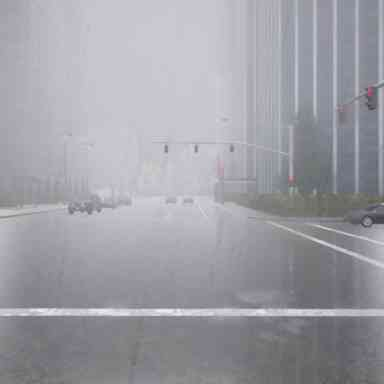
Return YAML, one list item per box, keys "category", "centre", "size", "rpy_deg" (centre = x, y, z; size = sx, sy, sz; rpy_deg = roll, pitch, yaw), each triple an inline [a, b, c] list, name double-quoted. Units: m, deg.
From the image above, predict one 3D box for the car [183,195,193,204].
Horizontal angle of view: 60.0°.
- category: "car"
  centre: [-0.743, 1.526, 65.316]
  size: [1.812, 1.442, 4.674]
  rpy_deg: [0, 0, 0]

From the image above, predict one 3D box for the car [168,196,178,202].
- category: "car"
  centre: [-4.324, 1.540, 75.238]
  size: [2.033, 1.411, 5.357]
  rpy_deg: [0, 0, 0]

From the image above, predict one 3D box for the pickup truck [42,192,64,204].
- category: "pickup truck"
  centre: [-24.321, 1.059, 60.016]
  size: [2.390, 2.098, 6.274]
  rpy_deg: [0, 0, 30]

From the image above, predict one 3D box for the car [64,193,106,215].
- category: "car"
  centre: [-11.085, 1.221, 34.864]
  size: [2.150, 2.045, 5.566]
  rpy_deg: [0, 0, -1]

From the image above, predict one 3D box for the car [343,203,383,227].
- category: "car"
  centre: [12.634, 1.505, 22.053]
  size: [4.892, 1.490, 1.837]
  rpy_deg: [0, 0, 0]

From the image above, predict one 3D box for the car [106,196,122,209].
- category: "car"
  centre: [-11.169, 1.564, 44.393]
  size: [1.994, 1.385, 4.181]
  rpy_deg: [0, 0, -1]

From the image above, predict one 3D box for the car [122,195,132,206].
- category: "car"
  centre: [-11.242, 1.352, 54.600]
  size: [2.097, 1.767, 4.553]
  rpy_deg: [0, 0, -1]

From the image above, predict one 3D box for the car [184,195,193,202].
- category: "car"
  centre: [-0.828, 1.387, 75.567]
  size: [1.882, 1.535, 5.008]
  rpy_deg: [0, 0, 0]

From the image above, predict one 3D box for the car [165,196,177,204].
- category: "car"
  centre: [-4.140, 1.601, 64.977]
  size: [1.895, 1.301, 4.718]
  rpy_deg: [0, 0, 0]
